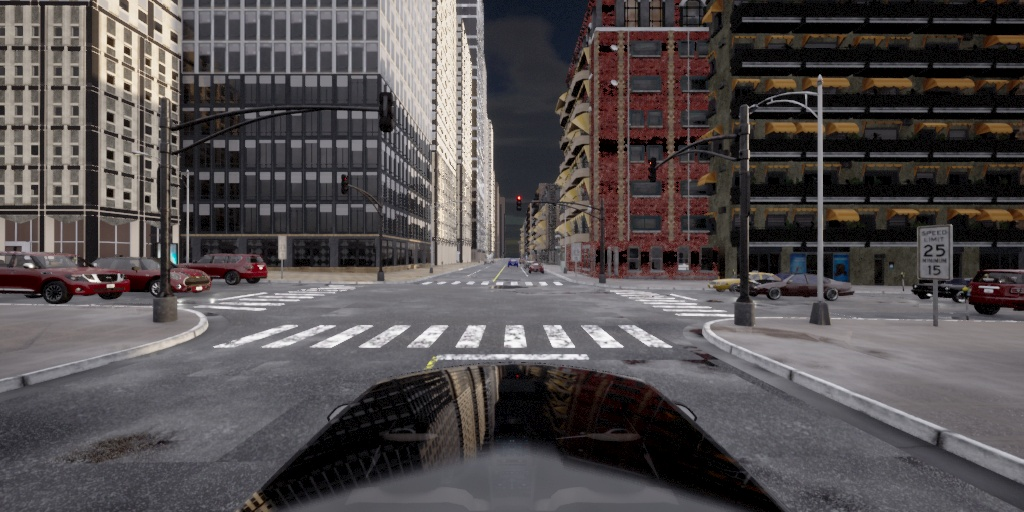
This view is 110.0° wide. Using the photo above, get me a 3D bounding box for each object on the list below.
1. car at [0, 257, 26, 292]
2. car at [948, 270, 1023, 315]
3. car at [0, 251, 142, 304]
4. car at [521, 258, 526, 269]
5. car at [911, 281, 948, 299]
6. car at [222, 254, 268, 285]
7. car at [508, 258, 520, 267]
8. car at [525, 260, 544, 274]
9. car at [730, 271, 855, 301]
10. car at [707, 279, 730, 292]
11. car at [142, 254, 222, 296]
[{"bbox_3d":[-25.385,0.781,15.930,5.008,1.535,1.882,1,0,0],"label":"car"},{"bbox_3d":[20.614,1.461,13.718,5.009,1.841,2.192,0,0,0],"label":"car"},{"bbox_3d":[-17.560,0.757,13.401,5.009,1.841,2.192,0,0,0],"label":"car"},{"bbox_3d":[2.757,1.317,54.651,2.007,1.370,4.403,0,0,0],"label":"car"},{"bbox_3d":[24.886,1.839,19.507,4.718,1.301,1.895,1,0,-1],"label":"car"},{"bbox_3d":[-17.684,0.776,21.780,5.009,1.841,2.192,0,0,0],"label":"car"},{"bbox_3d":[0.180,1.251,65.086,1.882,1.535,5.008,0,0,0],"label":"car"},{"bbox_3d":[2.791,1.341,41.734,1.802,1.307,4.207,0,0,0],"label":"car"},{"bbox_3d":[15.256,1.610,19.435,5.357,1.411,2.033,1,0,0],"label":"car"},{"bbox_3d":[14.656,1.587,22.022,4.829,1.417,1.751,0,0,0],"label":"car"},{"bbox_3d":[-16.271,0.825,16.035,4.553,1.767,2.097,1,0,-2],"label":"car"}]
